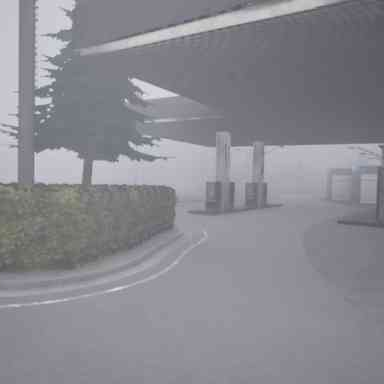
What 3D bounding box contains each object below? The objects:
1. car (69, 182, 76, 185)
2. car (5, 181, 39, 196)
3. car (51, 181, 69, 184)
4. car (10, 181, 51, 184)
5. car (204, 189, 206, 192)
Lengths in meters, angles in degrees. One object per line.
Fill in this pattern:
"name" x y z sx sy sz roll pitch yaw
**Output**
"car" -25.428 -1.297 68.062 4.605 1.855 1.932 2 2 35
"car" -21.753 -0.474 42.422 4.605 1.855 1.932 2 2 35
"car" -26.766 -1.271 65.450 3.866 1.878 1.905 2 2 35
"car" -17.221 -0.186 35.205 3.866 1.878 1.905 2 2 35
"car" 4.897 -0.329 65.595 5.027 1.636 2.152 2 2 35
